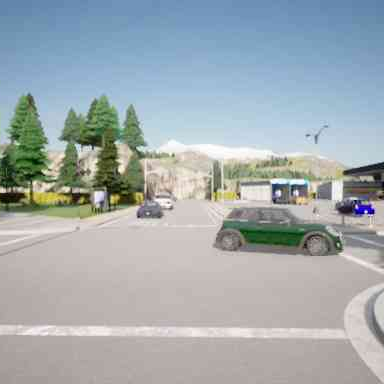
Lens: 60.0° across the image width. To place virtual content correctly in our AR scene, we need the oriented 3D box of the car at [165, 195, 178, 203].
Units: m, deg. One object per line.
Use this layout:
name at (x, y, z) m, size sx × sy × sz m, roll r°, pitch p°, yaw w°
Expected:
car at (-3.512, 1.186, 57.269) m, size 1.994 × 1.385 × 4.181 m, roll 0°, pitch 0°, yaw 0°

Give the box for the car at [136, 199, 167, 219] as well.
car at (-3.603, 1.553, 29.021) m, size 1.994 × 1.385 × 4.181 m, roll 0°, pitch 0°, yaw 0°

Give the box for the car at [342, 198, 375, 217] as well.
car at (13.950, 1.363, 28.464) m, size 1.845 × 1.501 × 3.633 m, roll 0°, pitch 0°, yaw 0°

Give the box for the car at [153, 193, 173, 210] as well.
car at (-3.616, 1.200, 41.922) m, size 2.150 × 2.045 × 5.566 m, roll 0°, pitch 1°, yaw -1°

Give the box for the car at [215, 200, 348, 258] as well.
car at (3.259, 1.339, 12.683) m, size 4.553 × 1.767 × 2.097 m, roll 0°, pitch 0°, yaw 20°

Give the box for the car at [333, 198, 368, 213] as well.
car at (17.002, 1.371, 35.856) m, size 1.970 × 1.475 × 3.806 m, roll 0°, pitch 0°, yaw 0°

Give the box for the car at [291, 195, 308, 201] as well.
car at (17.329, 1.311, 54.519) m, size 2.152 × 1.636 × 5.027 m, roll 0°, pitch 0°, yaw 0°

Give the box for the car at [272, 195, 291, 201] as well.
car at (14.192, 1.320, 54.497) m, size 2.007 × 1.523 × 4.514 m, roll 0°, pitch 0°, yaw 0°
